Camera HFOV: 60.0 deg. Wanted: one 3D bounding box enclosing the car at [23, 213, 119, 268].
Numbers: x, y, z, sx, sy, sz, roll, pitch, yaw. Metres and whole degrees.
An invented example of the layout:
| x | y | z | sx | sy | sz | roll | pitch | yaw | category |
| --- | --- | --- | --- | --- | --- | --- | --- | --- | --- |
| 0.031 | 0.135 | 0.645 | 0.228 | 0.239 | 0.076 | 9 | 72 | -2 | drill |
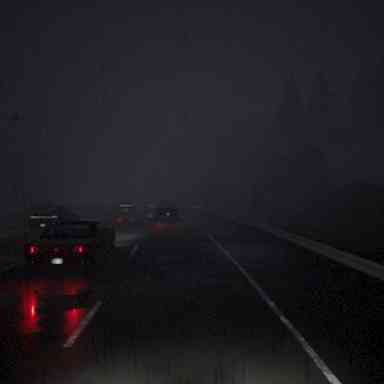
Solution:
| x | y | z | sx | sy | sz | roll | pitch | yaw | category |
| --- | --- | --- | --- | --- | --- | --- | --- | --- | --- |
| -3.881 | 1.640 | 11.472 | 1.895 | 1.301 | 4.718 | 0 | 0 | -4 | car |

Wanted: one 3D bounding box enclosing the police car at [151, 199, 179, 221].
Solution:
| x | y | z | sx | sy | sz | roll | pitch | yaw | category |
| --- | --- | --- | --- | --- | --- | --- | --- | --- | --- |
| -2.210 | 1.509 | 28.188 | 1.930 | 1.638 | 5.238 | 0 | 0 | -8 | police car |

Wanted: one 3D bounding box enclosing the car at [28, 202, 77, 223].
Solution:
| x | y | z | sx | sy | sz | roll | pitch | yaw | category |
| --- | --- | --- | --- | --- | --- | --- | --- | --- | --- |
| -8.192 | 1.562 | 20.050 | 2.128 | 1.511 | 4.902 | 0 | 0 | -6 | car |

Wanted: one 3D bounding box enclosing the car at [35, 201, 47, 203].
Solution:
| x | y | z | sx | sy | sz | roll | pitch | yaw | category |
| --- | --- | --- | --- | --- | --- | --- | --- | --- | --- |
| -13.076 | 1.611 | 29.653 | 1.837 | 1.490 | 4.892 | 0 | 0 | -9 | car |

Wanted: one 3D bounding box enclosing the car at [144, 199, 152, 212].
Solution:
| x | y | z | sx | sy | sz | roll | pitch | yaw | category |
| --- | --- | --- | --- | --- | --- | --- | --- | --- | --- |
| -4.787 | 1.653 | 41.763 | 1.812 | 1.442 | 4.674 | 0 | 0 | -13 | car |

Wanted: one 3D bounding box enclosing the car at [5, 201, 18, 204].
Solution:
| x | y | z | sx | sy | sz | roll | pitch | yaw | category |
| --- | --- | --- | --- | --- | --- | --- | --- | --- | --- |
| -30.868 | 1.773 | 56.540 | 1.994 | 1.385 | 4.181 | 0 | 0 | -18 | car |

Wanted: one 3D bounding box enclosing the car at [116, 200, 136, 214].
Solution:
| x | y | z | sx | sy | sz | roll | pitch | yaw | category |
| --- | --- | --- | --- | --- | --- | --- | --- | --- | --- |
| -7.158 | 1.606 | 36.124 | 2.128 | 1.511 | 4.902 | 0 | 0 | -11 | car |
